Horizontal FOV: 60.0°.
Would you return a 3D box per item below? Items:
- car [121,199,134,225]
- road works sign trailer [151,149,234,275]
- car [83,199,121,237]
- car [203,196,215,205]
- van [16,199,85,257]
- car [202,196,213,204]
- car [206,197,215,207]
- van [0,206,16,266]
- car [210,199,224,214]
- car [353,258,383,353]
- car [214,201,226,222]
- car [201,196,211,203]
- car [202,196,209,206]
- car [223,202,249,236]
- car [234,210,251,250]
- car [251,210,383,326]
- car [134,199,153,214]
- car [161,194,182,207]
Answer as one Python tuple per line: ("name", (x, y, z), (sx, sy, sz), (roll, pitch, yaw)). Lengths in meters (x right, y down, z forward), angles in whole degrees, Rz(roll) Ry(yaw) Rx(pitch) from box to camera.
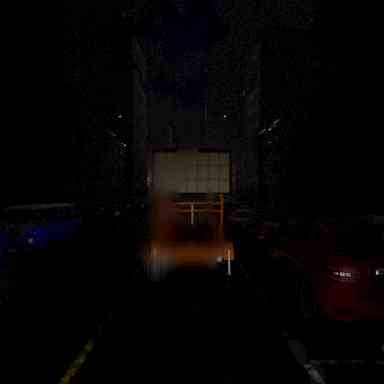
("car", (-5.664, 1.429, 23.760), (1.967, 1.590, 4.097), (-1, 0, 0))
("road works sign trailer", (0.011, 0.461, 10.400), (2.380, 3.560, 2.880), (0, 0, 0))
("car", (-5.669, 1.307, 18.175), (2.192, 1.841, 5.009), (-1, 0, 0))
("car", (2.903, 1.485, 57.439), (1.752, 1.417, 4.829), (-1, 0, 0))
("van", (-5.672, 1.336, 12.589), (1.690, 1.788, 3.998), (-1, 0, 0))
("car", (2.909, 1.518, 62.856), (1.947, 1.339, 4.313), (-1, 0, 0))
("car", (2.883, 1.532, 34.926), (2.008, 1.369, 4.403), (-1, 0, 0))
("van", (-5.676, 1.339, 7.003), (1.690, 1.788, 3.998), (-1, 0, 0))
("car", (2.878, 1.551, 29.340), (1.947, 1.339, 4.313), (-1, 0, 0))
("car", (2.852, 1.525, 1.581), (1.752, 1.417, 4.829), (-1, 0, 0))
("car", (2.873, 1.555, 23.754), (1.947, 1.339, 4.313), (-1, 0, 0))
("car", (2.914, 1.527, 68.441), (1.802, 1.307, 4.206), (-1, 0, 0))
("car", (2.898, 1.517, 51.684), (2.008, 1.369, 4.403), (-1, 0, 0))
("car", (2.867, 1.517, 18.339), (1.752, 1.417, 4.829), (-1, 0, 0))
("car", (2.863, 1.577, 12.582), (1.802, 1.307, 4.206), (-1, 0, 0))
("car", (2.854, 1.313, 6.997), (2.192, 1.841, 5.009), (-1, 0, 0))
("car", (-5.656, 1.421, 34.931), (1.967, 1.590, 4.097), (-1, 0, 0))
("car", (-3.061, 1.189, 51.182), (2.150, 2.045, 5.566), (0, 0, 0))
